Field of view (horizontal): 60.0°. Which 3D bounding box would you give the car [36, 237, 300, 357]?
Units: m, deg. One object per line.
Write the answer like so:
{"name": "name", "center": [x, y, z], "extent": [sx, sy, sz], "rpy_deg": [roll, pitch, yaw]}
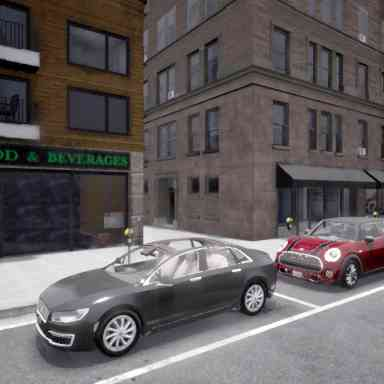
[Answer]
{"name": "car", "center": [-0.357, 1.551, 5.924], "extent": [4.403, 1.369, 2.008], "rpy_deg": [0, 0, -35]}

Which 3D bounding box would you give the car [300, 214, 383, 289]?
{"name": "car", "center": [4.146, 1.442, 9.115], "extent": [4.097, 1.590, 1.967], "rpy_deg": [0, 0, -35]}
